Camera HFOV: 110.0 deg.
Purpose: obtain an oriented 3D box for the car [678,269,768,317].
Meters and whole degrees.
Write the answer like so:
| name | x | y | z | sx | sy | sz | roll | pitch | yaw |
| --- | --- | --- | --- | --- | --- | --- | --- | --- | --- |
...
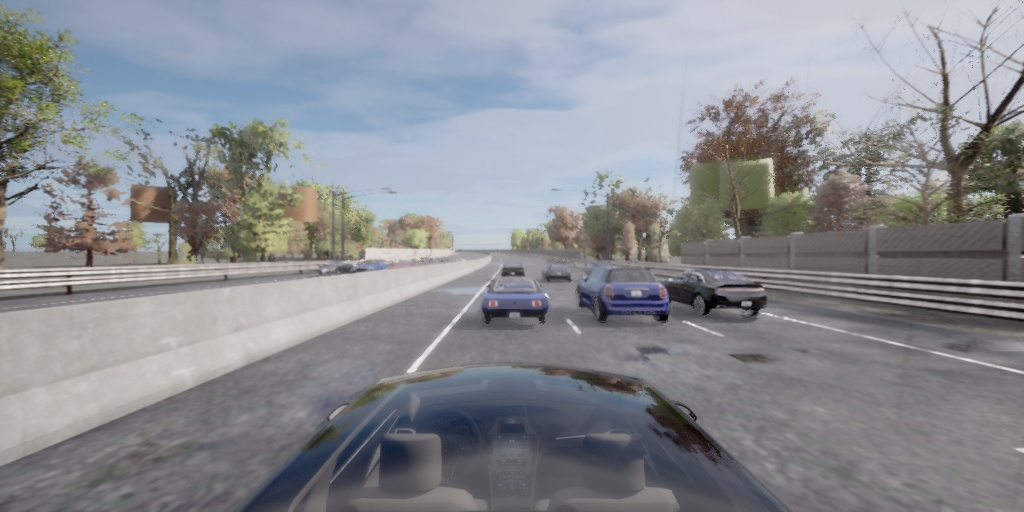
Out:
| name | x | y | z | sx | sy | sz | roll | pitch | yaw |
| --- | --- | --- | --- | --- | --- | --- | --- | --- | --- |
| car | 7.087 | 1.238 | 13.254 | 2.128 | 1.511 | 4.902 | 0 | 0 | 0 |

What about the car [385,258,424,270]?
| name | x | y | z | sx | sy | sz | roll | pitch | yaw |
| --- | --- | --- | --- | --- | --- | --- | --- | --- | --- |
| car | -10.613 | 1.217 | 35.708 | 1.882 | 1.535 | 5.008 | 0 | 0 | 0 |

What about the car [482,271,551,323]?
| name | x | y | z | sx | sy | sz | roll | pitch | yaw |
| --- | --- | --- | --- | --- | --- | --- | --- | --- | --- |
| car | 0.087 | 1.349 | 12.150 | 1.895 | 1.301 | 4.718 | 0 | 0 | 0 |

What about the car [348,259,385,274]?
| name | x | y | z | sx | sy | sz | roll | pitch | yaw |
| --- | --- | --- | --- | --- | --- | --- | --- | --- | --- |
| car | -14.112 | 1.091 | 36.008 | 2.097 | 1.767 | 4.553 | 0 | 0 | 0 |

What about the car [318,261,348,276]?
| name | x | y | z | sx | sy | sz | roll | pitch | yaw |
| --- | --- | --- | --- | --- | --- | --- | --- | --- | --- |
| car | -17.613 | 1.232 | 36.145 | 2.128 | 1.511 | 4.902 | 0 | 0 | 0 |

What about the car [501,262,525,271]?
| name | x | y | z | sx | sy | sz | roll | pitch | yaw |
| --- | --- | --- | --- | --- | --- | --- | --- | --- | --- |
| car | 0.083 | 1.219 | 30.389 | 1.882 | 1.535 | 5.008 | 0 | 0 | 0 |

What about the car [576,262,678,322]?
| name | x | y | z | sx | sy | sz | roll | pitch | yaw |
| --- | --- | --- | --- | --- | --- | --- | --- | --- | --- |
| car | 3.585 | 1.099 | 12.434 | 2.097 | 1.767 | 4.553 | 0 | 0 | 0 |

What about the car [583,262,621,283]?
| name | x | y | z | sx | sy | sz | roll | pitch | yaw |
| --- | --- | --- | --- | --- | --- | --- | --- | --- | --- |
| car | 7.082 | 1.248 | 28.792 | 1.837 | 1.490 | 4.892 | 0 | 0 | 0 |

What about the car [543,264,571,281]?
| name | x | y | z | sx | sy | sz | roll | pitch | yaw |
| --- | --- | --- | --- | --- | --- | --- | --- | --- | --- |
| car | 3.583 | 1.306 | 29.288 | 1.994 | 1.385 | 4.181 | 0 | 0 | 0 |
